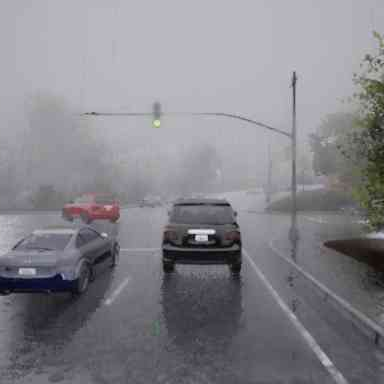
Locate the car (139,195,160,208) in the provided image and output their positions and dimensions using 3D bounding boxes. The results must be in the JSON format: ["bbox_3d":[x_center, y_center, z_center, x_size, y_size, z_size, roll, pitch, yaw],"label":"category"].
[{"bbox_3d":[-5.563,1.274,45.687,2.097,1.767,4.553,0,1,15],"label":"car"}]

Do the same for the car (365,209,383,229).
[{"bbox_3d":[12.847,1.529,19.371,4.181,1.385,1.994,0,0,3],"label":"car"}]

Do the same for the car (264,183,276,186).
[{"bbox_3d":[19.315,-1.085,81.902,2.150,2.045,5.566,0,4,37],"label":"car"}]

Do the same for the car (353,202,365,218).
[{"bbox_3d":[15.867,1.533,26.432,4.718,1.301,1.895,-1,0,3],"label":"car"}]

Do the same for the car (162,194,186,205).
[{"bbox_3d":[-2.851,1.206,54.482,2.128,1.511,4.902,0,2,19],"label":"car"}]

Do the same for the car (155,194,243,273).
[{"bbox_3d":[0.341,1.215,10.820,2.150,2.045,5.566,0,0,2],"label":"car"}]

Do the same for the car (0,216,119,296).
[{"bbox_3d":[-3.258,1.558,8.669,1.994,1.385,4.181,0,0,1],"label":"car"}]

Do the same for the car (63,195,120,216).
[{"bbox_3d":[-7.358,1.208,24.079,2.150,2.045,5.566,1,0,-42],"label":"car"}]

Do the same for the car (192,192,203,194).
[{"bbox_3d":[0.923,0.785,64.016,2.128,1.511,4.902,0,3,23],"label":"car"}]

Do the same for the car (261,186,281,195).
[{"bbox_3d":[17.241,-0.023,72.491,1.895,1.301,4.718,0,4,32],"label":"car"}]

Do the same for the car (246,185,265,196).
[{"bbox_3d":[13.669,-0.198,73.349,2.097,1.767,4.553,0,4,32],"label":"car"}]

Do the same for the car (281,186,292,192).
[{"bbox_3d":[22.916,-0.794,80.897,2.033,1.411,5.357,0,4,37],"label":"car"}]

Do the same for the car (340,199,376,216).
[{"bbox_3d":[15.959,1.423,29.932,4.902,1.511,2.128,-1,0,3],"label":"car"}]
